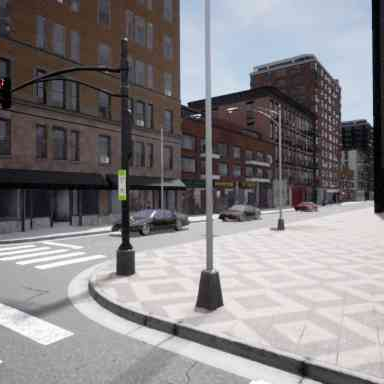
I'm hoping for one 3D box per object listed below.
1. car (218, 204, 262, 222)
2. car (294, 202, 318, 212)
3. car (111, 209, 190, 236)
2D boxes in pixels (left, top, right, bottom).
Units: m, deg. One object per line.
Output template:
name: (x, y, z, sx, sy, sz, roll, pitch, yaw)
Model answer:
car: (4.320, 1.803, 29.153, 2.033, 1.411, 5.357, -1, -1, 35)
car: (15.135, 2.004, 44.079, 1.895, 1.301, 4.718, -1, -1, 36)
car: (-2.270, 1.708, 19.986, 2.033, 1.411, 5.357, -1, -1, 36)
